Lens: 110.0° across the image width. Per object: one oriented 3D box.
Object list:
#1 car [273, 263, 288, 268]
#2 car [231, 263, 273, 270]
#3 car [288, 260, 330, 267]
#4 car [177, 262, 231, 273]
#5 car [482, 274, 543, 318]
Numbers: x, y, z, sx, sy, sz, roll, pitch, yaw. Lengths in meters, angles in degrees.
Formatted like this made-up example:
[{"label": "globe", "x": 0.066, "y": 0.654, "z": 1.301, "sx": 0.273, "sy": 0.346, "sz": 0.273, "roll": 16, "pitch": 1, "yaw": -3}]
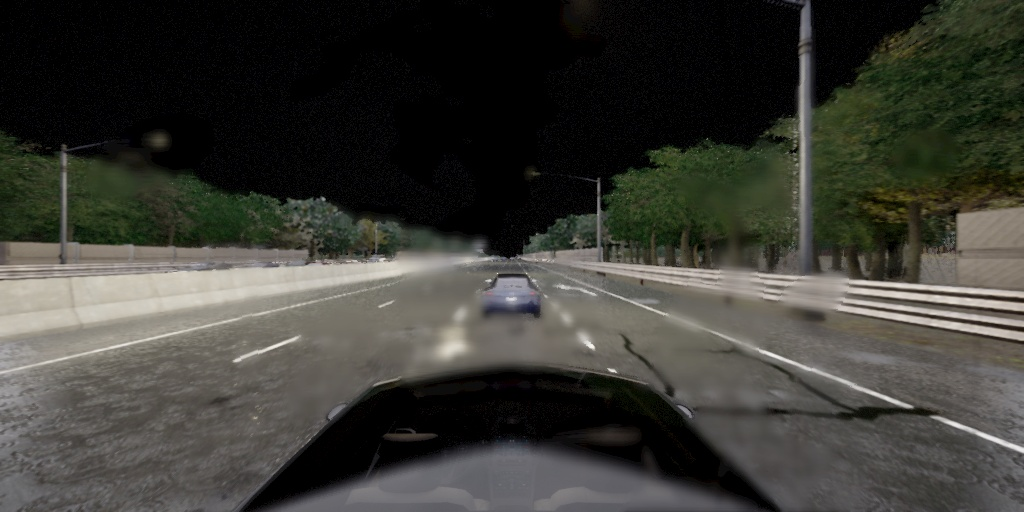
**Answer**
[{"label": "car", "x": -21.070, "y": 1.156, "z": 35.764, "sx": 2.097, "sy": 1.767, "sz": 4.553, "roll": 0, "pitch": 0, "yaw": 0}, {"label": "car", "x": -24.570, "y": 1.353, "z": 35.625, "sx": 2.033, "sy": 1.411, "sz": 5.357, "roll": 0, "pitch": 0, "yaw": 0}, {"label": "car", "x": -17.581, "y": 1.326, "z": 32.266, "sx": 1.812, "sy": 1.442, "sz": 4.674, "roll": 0, "pitch": 0, "yaw": 0}, {"label": "car", "x": -28.072, "y": 1.294, "z": 33.014, "sx": 2.128, "sy": 1.511, "sz": 4.902, "roll": 0, "pitch": 0, "yaw": 0}, {"label": "car", "x": 0.009, "y": 1.321, "z": 13.018, "sx": 1.994, "sy": 1.385, "sz": 4.181, "roll": 0, "pitch": 0, "yaw": 0}]
